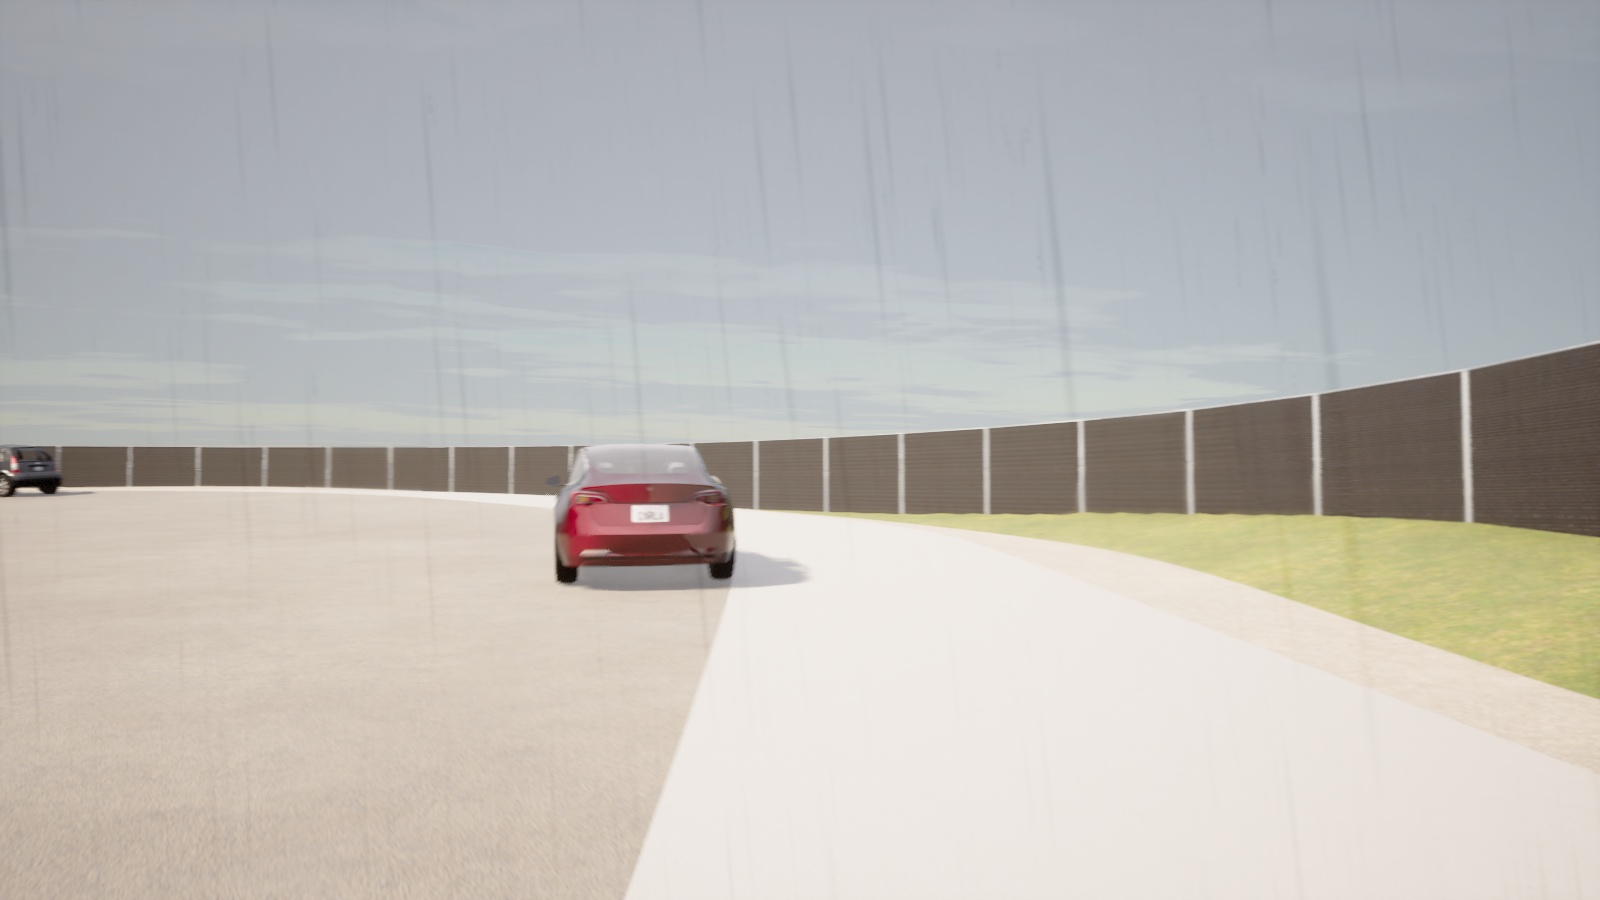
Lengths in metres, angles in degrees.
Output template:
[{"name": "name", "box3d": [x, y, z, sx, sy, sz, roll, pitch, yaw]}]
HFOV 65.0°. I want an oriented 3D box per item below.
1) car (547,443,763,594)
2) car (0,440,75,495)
[{"name": "car", "box3d": [-1.888, 0.663, 15.026, 2.163, 1.488, 4.792, 0, 0, -11]}, {"name": "car", "box3d": [-25.168, 0.543, 39.514, 3.988, 1.617, 1.851, -1, 1, 19]}]
